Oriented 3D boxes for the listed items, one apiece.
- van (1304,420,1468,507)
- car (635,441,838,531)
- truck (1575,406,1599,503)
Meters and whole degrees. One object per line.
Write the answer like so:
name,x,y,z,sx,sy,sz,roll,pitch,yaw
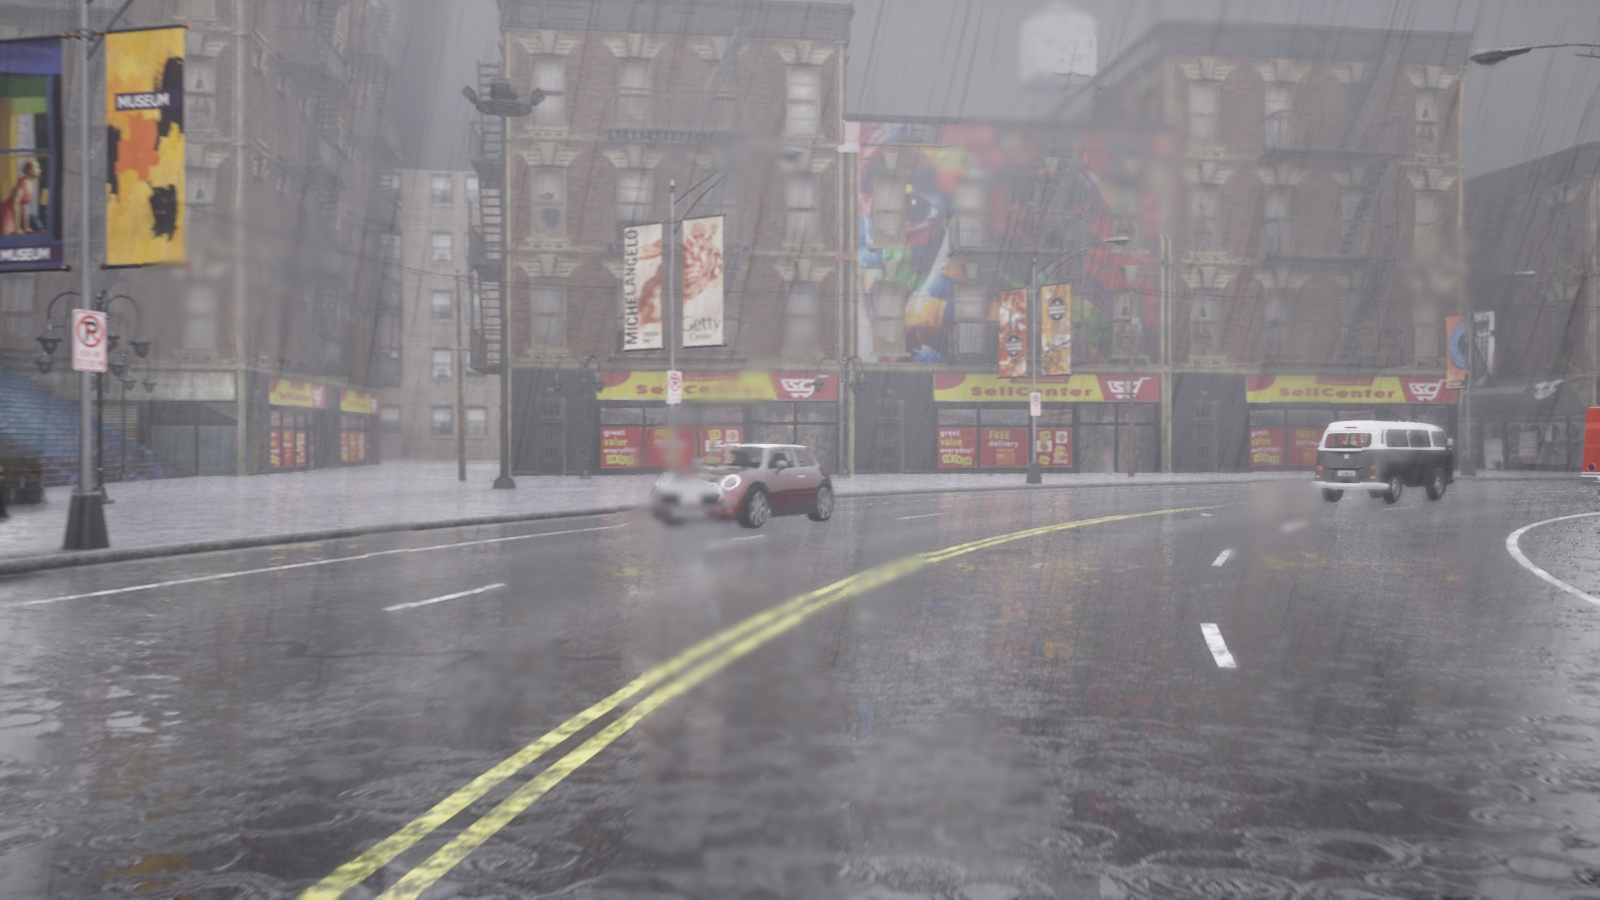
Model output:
van,14.785,0.317,31.582,4.480,2.038,2.069,0,0,-41
car,-1.048,0.582,22.743,1.970,1.475,3.806,0,0,29
truck,23.102,0.115,32.716,5.204,2.467,2.627,0,0,-27
